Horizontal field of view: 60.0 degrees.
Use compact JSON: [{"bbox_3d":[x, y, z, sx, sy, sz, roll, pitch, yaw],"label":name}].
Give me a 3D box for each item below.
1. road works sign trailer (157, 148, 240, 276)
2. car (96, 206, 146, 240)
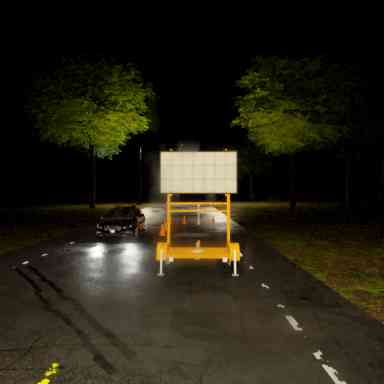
[{"bbox_3d":[0.206,0.459,10.326,2.380,3.560,2.880,0,0,2],"label":"road works sign trailer"},{"bbox_3d":[-3.523,1.497,17.159,1.837,1.490,4.892,0,0,0],"label":"car"}]
